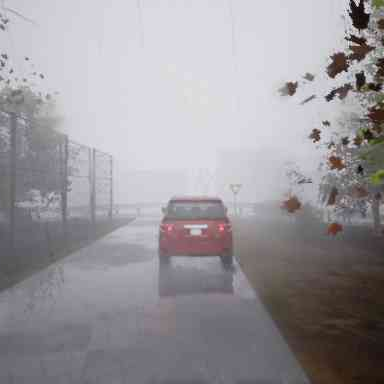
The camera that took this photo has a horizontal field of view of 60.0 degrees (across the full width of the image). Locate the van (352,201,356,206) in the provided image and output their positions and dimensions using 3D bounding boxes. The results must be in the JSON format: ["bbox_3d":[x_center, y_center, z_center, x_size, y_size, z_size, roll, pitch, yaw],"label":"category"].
[{"bbox_3d":[40.787,3.191,78.737,4.442,1.987,1.878,-1,1,-17],"label":"van"}]

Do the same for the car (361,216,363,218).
[{"bbox_3d":[19.802,4.092,34.725,2.435,2.045,5.566,0,2,-18],"label":"car"}]

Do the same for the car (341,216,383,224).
[{"bbox_3d":[16.744,4.090,34.859,2.435,2.045,5.566,-1,2,-18],"label":"car"}]

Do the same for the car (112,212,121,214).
[{"bbox_3d":[-12.052,3.975,52.677,2.097,1.535,5.008,0,1,-18],"label":"car"}]

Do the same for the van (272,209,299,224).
[{"bbox_3d":[14.521,3.759,51.972,1.878,1.987,4.442,0,1,-18],"label":"van"}]

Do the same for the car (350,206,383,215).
[{"bbox_3d":[26.374,3.737,51.522,2.435,2.045,5.566,0,1,-18],"label":"car"}]

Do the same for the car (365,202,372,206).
[{"bbox_3d":[40.744,3.532,72.837,5.366,1.575,1.946,-1,1,-17],"label":"car"}]

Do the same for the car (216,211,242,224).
[{"bbox_3d":[5.695,3.984,52.135,2.231,1.521,4.892,0,1,-18],"label":"car"}]

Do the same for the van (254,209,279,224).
[{"bbox_3d":[11.563,3.759,52.063,1.878,1.987,4.442,0,0,-18],"label":"van"}]

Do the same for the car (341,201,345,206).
[{"bbox_3d":[41.208,3.165,84.772,4.553,1.767,2.185,-1,1,-17],"label":"car"}]

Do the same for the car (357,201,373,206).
[{"bbox_3d":[40.727,3.517,75.784,4.674,1.452,2.002,-1,1,-17],"label":"car"}]

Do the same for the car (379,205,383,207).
[{"bbox_3d":[40.214,3.412,66.760,5.566,2.045,2.435,-1,1,-17],"label":"car"}]

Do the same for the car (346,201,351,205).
[{"bbox_3d":[41.078,3.352,81.774,5.008,1.535,2.097,-1,1,-17],"label":"car"}]

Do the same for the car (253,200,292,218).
[{"bbox_3d":[7.697,1.458,28.311,4.892,1.490,1.837,4,-1,2],"label":"car"}]

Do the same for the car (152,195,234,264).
[{"bbox_3d":[0.094,1.115,11.479,2.150,2.045,5.566,0,1,0],"label":"car"}]
